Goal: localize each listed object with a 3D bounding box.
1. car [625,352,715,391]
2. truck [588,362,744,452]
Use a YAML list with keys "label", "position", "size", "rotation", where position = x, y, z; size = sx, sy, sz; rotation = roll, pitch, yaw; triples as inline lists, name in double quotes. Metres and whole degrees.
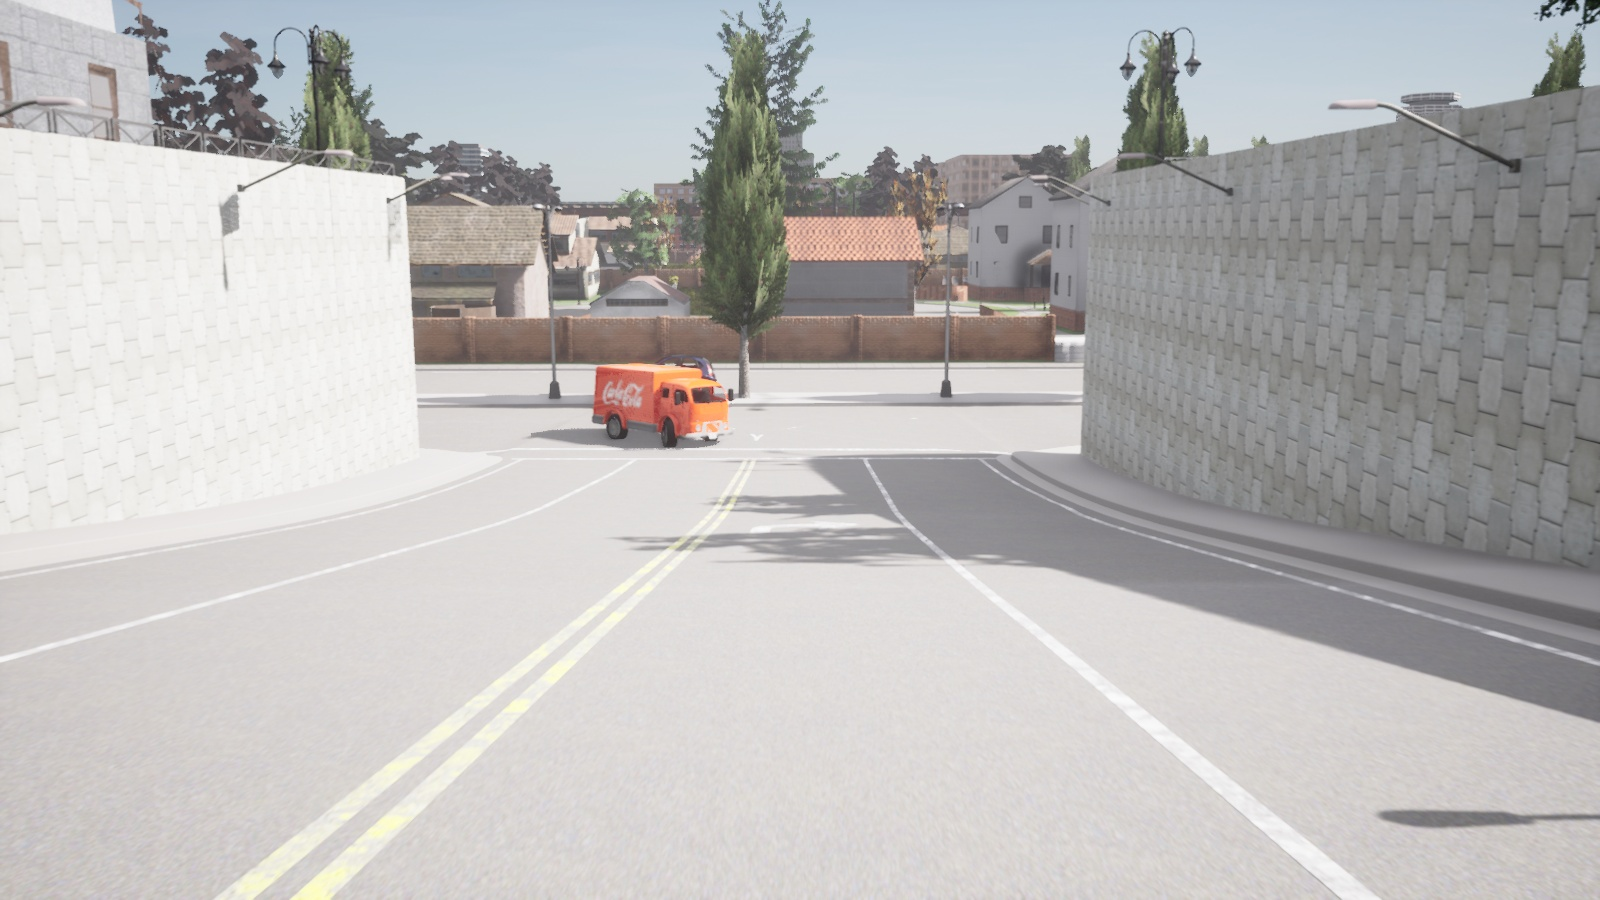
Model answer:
- label: "car"
  position: [-5.961, -3.629, 57.937]
  size: [3.988, 1.617, 1.851]
  rotation: [0, 10, -1]
- label: "truck"
  position: [-4.638, -1.552, 42.843]
  size: [2.627, 2.467, 5.204]
  rotation: [-7, 11, -43]
